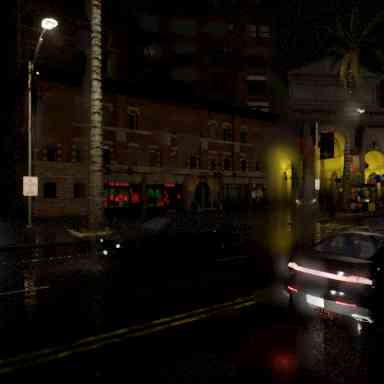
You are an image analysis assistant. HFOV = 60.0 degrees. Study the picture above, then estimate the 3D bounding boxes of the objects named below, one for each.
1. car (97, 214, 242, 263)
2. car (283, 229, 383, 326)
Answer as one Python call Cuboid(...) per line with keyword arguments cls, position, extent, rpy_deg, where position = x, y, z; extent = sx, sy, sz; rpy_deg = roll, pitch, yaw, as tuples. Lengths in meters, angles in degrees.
Cuboid(cls="car", position=(-0.604, 1.547, 12.181), extent=(5.357, 1.411, 2.033), rpy_deg=(0, 0, -36))
Cuboid(cls="car", position=(3.911, 1.492, 6.610), extent=(4.902, 1.511, 2.128), rpy_deg=(0, 0, -35))
